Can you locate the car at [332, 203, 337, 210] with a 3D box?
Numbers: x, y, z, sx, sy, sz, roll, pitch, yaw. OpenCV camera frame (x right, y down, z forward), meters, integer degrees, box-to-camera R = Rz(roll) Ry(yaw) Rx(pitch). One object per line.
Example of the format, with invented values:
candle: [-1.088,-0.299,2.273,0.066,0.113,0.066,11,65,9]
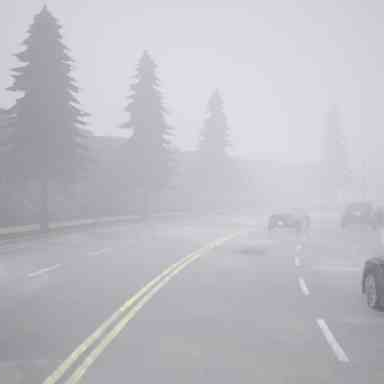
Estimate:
car: [19.011,1.811,39.068,4.718,1.301,1.895,1,0,-32]

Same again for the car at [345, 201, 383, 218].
car: [17.749,1.672,33.716,5.008,1.535,1.882,1,0,-38]

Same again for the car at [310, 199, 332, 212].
car: [15.461,1.684,40.903,4.892,1.490,1.837,1,-1,-34]

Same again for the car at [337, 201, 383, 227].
car: [11.904,1.483,23.076,2.097,1.767,4.553,1,0,36]

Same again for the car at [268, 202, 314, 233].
car: [6.023,1.598,20.496,1.812,1.442,4.674,0,0,29]

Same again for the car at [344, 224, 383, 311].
car: [4.163,1.535,4.867,2.128,1.511,4.902,0,0,8]
